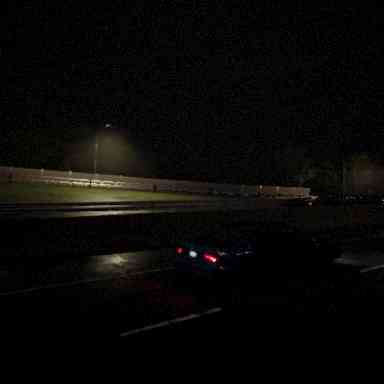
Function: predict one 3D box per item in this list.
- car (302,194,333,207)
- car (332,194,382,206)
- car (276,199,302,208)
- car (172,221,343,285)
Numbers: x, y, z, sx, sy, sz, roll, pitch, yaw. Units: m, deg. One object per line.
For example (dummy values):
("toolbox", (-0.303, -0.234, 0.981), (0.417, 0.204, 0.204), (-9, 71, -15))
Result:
("car", (14.790, 1.283, 36.031), (5.566, 2.045, 2.150), (0, 0, -35))
("car", (16.824, 1.283, 33.183), (5.566, 2.045, 2.150), (0, 0, -35))
("car", (11.672, 1.563, 38.104), (4.892, 1.490, 1.837), (0, 0, -35))
("car", (2.061, 1.556, 9.514), (5.357, 1.411, 2.033), (0, 0, -36))
